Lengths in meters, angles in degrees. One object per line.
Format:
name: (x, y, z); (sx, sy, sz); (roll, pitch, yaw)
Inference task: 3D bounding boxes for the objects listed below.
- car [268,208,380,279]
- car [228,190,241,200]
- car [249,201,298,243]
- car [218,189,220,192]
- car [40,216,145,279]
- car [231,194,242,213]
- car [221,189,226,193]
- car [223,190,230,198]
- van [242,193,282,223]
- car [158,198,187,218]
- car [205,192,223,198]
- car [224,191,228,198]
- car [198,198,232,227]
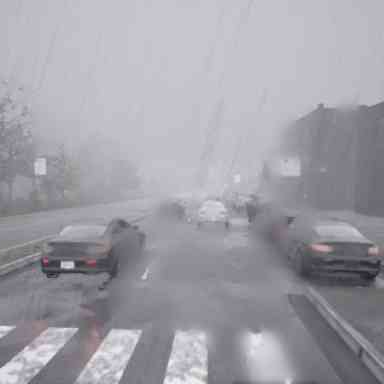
car: (3.756, 1.447, 9.808); (2.002, 1.452, 4.674); (2, 1, 4)
car: (5.524, 1.008, 37.409); (2.185, 1.767, 4.553); (0, 1, 4)
car: (4.094, 1.382, 15.293); (2.163, 1.488, 4.792); (0, 1, 4)
car: (9.086, 0.590, 92.443); (2.231, 1.521, 4.892); (0, 1, 4)
car: (-2.616, 1.414, 9.625); (1.812, 1.442, 4.674); (0, 1, 3)
car: (5.161, 1.229, 31.801); (2.002, 1.452, 4.674); (0, 1, 4)
car: (6.949, 0.664, 59.395); (2.435, 2.045, 5.566); (0, 1, 4)
car: (6.597, 0.969, 53.976); (2.097, 1.535, 5.008); (0, 1, 4)
van: (4.456, 1.071, 20.890); (1.878, 1.987, 4.442); (0, 1, 4)
car: (-1.549, 1.223, 26.786); (1.837, 1.490, 4.892); (0, 1, 4)
car: (2.818, 1.071, 44.267); (1.837, 1.490, 4.892); (0, 1, 4)
car: (6.240, 1.025, 48.462); (2.231, 1.521, 4.892); (0, 1, 4)
car: (1.339, 1.321, 21.078); (1.812, 1.442, 4.674); (0, 1, 4)
